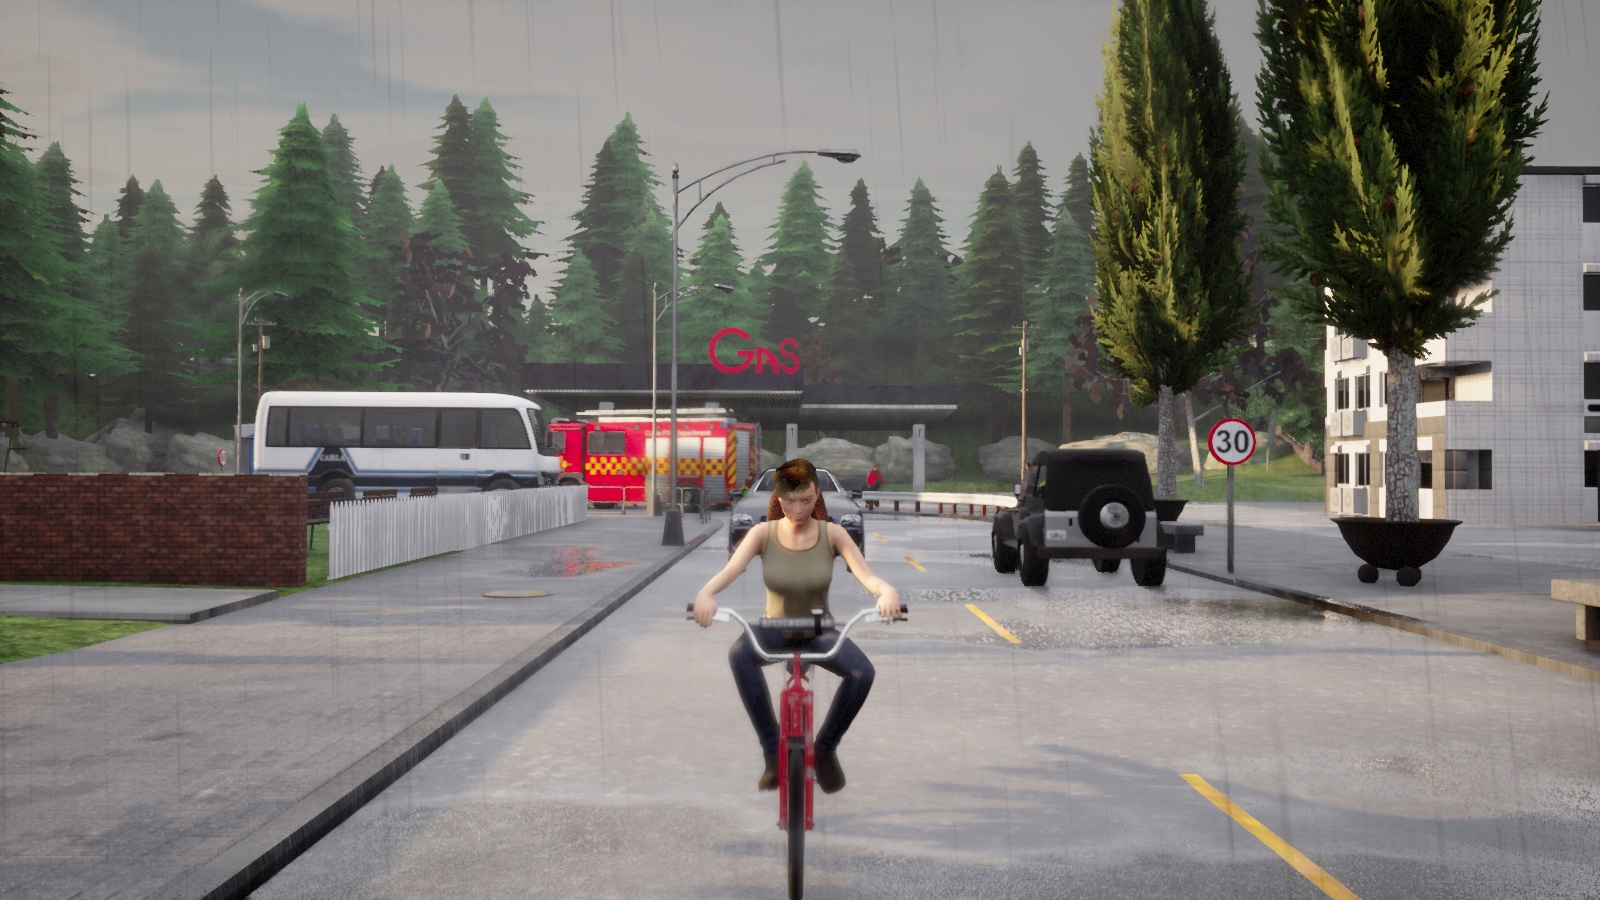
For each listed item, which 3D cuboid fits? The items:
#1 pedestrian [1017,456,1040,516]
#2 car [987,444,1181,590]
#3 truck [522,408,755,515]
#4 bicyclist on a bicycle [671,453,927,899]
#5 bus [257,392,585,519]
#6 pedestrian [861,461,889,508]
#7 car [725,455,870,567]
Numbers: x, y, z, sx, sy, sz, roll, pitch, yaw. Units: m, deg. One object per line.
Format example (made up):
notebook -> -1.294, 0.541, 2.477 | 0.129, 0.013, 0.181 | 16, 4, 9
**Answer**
pedestrian -> 7.461, 1.181, 41.076 | 0.423, 1.949, 0.788 | 0, -1, -15
car -> 3.962, 0.899, 18.171 | 1.905, 1.878, 3.866 | 0, -1, 0
truck -> -6.162, 0.477, 47.769 | 8.468, 3.827, 2.891 | 0, -1, 22
bicyclist on a bicycle -> -0.004, 0.835, 5.033 | 0.866, 1.612, 1.509 | 0, -1, 0
bus -> -13.035, 0.228, 44.034 | 10.273, 4.253, 3.944 | 0, -1, 0
pedestrian -> 2.943, 1.343, 49.602 | 0.634, 1.844, 0.899 | 1, -1, -45
car -> -0.043, 0.949, 21.200 | 2.152, 1.651, 5.027 | 0, -1, 0
